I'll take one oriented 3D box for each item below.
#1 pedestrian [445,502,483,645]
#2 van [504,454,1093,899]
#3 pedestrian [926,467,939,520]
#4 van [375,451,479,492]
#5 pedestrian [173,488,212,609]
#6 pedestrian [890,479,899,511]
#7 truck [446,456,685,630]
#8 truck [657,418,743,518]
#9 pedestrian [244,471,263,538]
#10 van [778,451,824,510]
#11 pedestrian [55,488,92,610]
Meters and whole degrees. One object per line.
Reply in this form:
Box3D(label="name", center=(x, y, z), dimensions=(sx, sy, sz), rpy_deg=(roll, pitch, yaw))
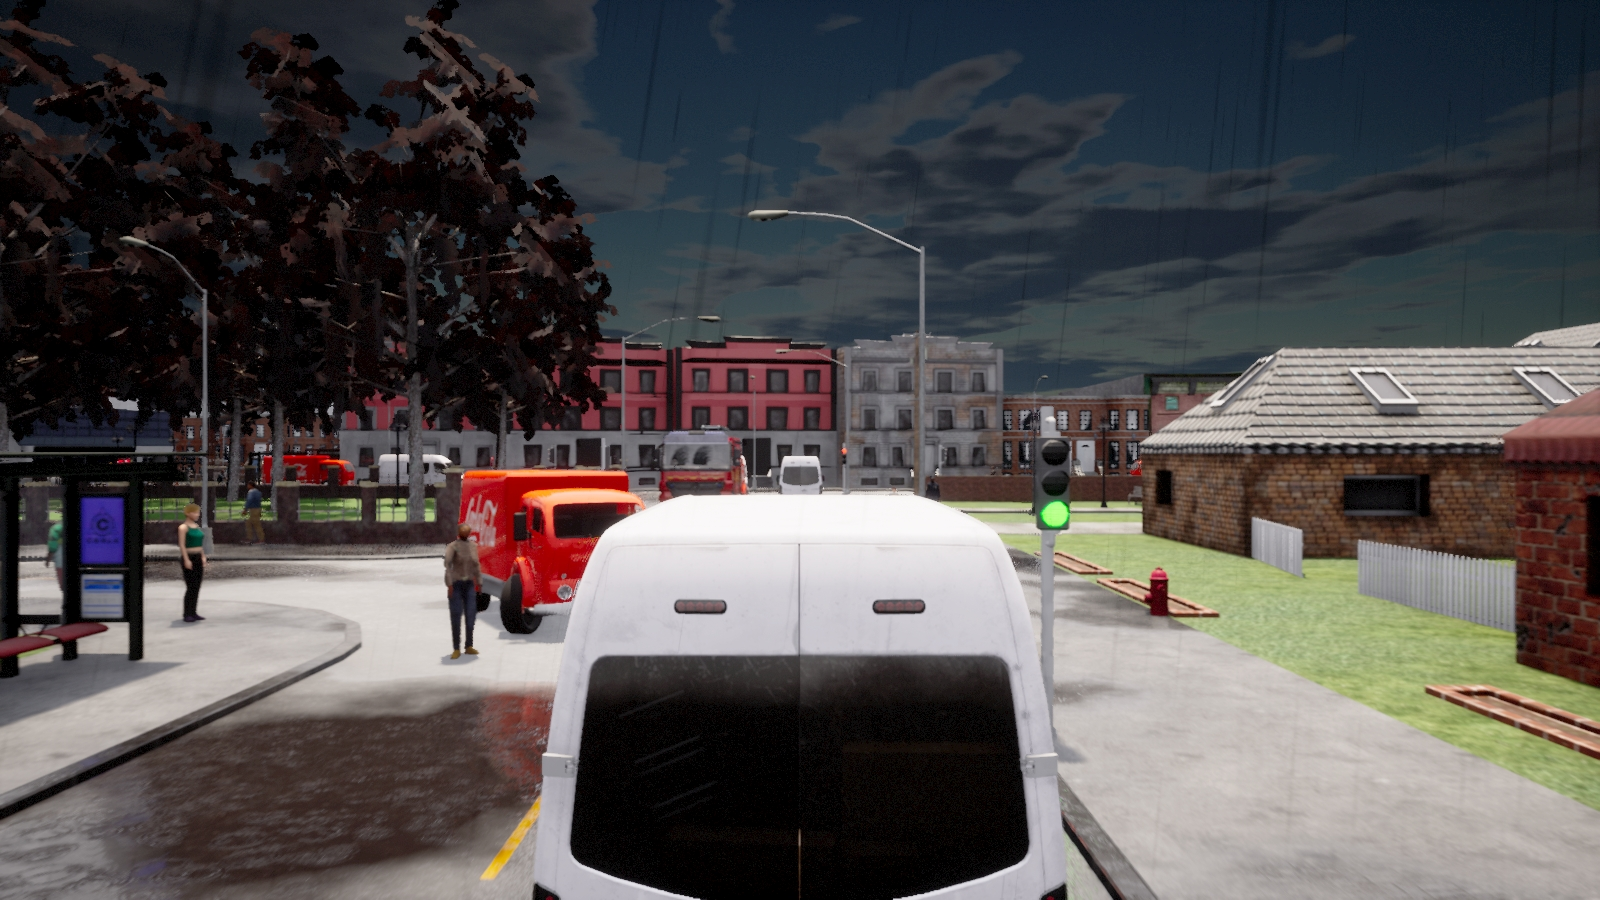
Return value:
Box3D(label="pedestrian", center=(-4.510, 1.637, 15.341), dimensions=(0.375, 1.860, 0.375), rpy_deg=(0, 0, -37))
Box3D(label="van", center=(-0.005, 1.320, 6.818), dimensions=(1.988, 2.561, 5.915), rpy_deg=(0, 0, 0))
Box3D(label="pedestrian", center=(4.734, 1.546, 40.748), dimensions=(0.375, 1.860, 0.375), rpy_deg=(0, 0, -5))
Box3D(label="van", center=(-23.574, 1.353, 72.352), dimensions=(5.915, 2.561, 1.988), rpy_deg=(0, 0, 0))
Box3D(label="pedestrian", center=(-9.486, 1.526, 17.851), dimensions=(0.375, 1.860, 0.375), rpy_deg=(0, 0, 15))
Box3D(label="pedestrian", center=(3.818, 1.829, 46.252), dimensions=(0.375, 1.300, 0.375), rpy_deg=(0, 0, 3))
Box3D(label="truck", center=(-4.149, 1.359, 19.377), dimensions=(2.627, 2.467, 5.204), rpy_deg=(0, 0, -28))
Box3D(label="truck", center=(-4.026, 0.696, 47.905), dimensions=(2.891, 3.827, 8.468), rpy_deg=(0, 0, 0))
Box3D(label="pedestrian", center=(-15.503, 1.543, 32.416), dimensions=(0.375, 1.860, 0.375), rpy_deg=(0, 0, -1))
Box3D(label="van", center=(0.021, 1.342, 52.578), dimensions=(1.988, 2.561, 5.915), rpy_deg=(0, 0, 0))
Box3D(label="pedestrian", center=(-11.323, 1.526, 17.815), dimensions=(0.375, 1.860, 0.375), rpy_deg=(0, 0, 36))
